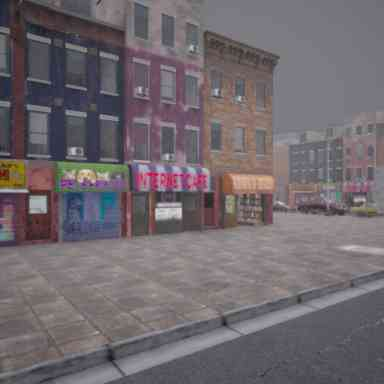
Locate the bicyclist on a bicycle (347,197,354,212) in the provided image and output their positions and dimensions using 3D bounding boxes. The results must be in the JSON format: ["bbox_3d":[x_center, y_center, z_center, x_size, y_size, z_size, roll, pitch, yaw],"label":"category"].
[{"bbox_3d":[17.529,1.372,36.747,1.656,1.620,0.582,0,0,-35],"label":"bicyclist on a bicycle"}]

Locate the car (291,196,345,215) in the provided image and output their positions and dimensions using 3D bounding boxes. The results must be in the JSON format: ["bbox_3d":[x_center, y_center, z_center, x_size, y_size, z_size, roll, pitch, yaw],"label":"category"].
[{"bbox_3d":[12.973,1.376,33.409,2.192,1.841,5.009,0,0,-35],"label":"car"}]

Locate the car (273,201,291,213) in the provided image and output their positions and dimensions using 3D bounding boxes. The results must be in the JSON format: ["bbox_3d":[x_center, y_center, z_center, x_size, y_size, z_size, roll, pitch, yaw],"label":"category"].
[{"bbox_3d":[9.809,1.657,37.849,1.802,1.307,4.206,0,0,-35],"label":"car"}]

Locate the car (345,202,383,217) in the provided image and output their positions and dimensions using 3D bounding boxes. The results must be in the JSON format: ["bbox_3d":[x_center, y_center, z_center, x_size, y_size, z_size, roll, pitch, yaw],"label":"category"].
[{"bbox_3d":[16.236,1.571,28.831,1.752,1.417,4.829,0,0,-35],"label":"car"}]
